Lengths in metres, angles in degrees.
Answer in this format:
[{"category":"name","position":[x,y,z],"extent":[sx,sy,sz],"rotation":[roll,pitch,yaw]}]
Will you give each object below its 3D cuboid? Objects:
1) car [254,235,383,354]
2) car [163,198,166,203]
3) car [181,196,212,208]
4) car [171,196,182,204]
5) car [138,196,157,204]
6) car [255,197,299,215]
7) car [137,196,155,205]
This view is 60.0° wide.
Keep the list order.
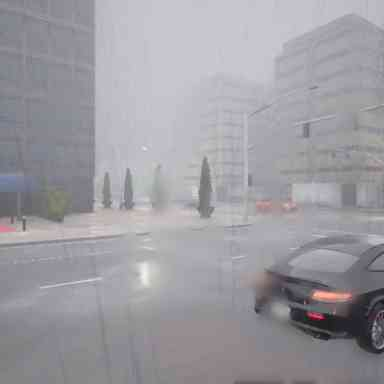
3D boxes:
[{"category":"car","position":[3.158,1.526,6.073],"extent":[4.674,1.442,1.812],"rotation":[0,0,-35]},{"category":"car","position":[-7.333,1.503,69.704],"extent":[1.837,1.490,4.892],"rotation":[0,0,-35]},{"category":"car","position":[0.876,1.564,45.524],"extent":[1.994,1.385,4.181],"rotation":[0,0,-35]},{"category":"car","position":[-2.049,1.526,62.228],"extent":[1.812,1.442,4.674],"rotation":[0,0,-35]},{"category":"car","position":[-8.777,1.564,65.729],"extent":[1.994,1.385,4.181],"rotation":[0,0,-35]},{"category":"car","position":[8.728,1.352,34.437],"extent":[2.097,1.767,4.553],"rotation":[0,0,-36]},{"category":"car","position":[-8.125,1.526,58.402],"extent":[1.812,1.442,4.674],"rotation":[0,0,-35]}]
